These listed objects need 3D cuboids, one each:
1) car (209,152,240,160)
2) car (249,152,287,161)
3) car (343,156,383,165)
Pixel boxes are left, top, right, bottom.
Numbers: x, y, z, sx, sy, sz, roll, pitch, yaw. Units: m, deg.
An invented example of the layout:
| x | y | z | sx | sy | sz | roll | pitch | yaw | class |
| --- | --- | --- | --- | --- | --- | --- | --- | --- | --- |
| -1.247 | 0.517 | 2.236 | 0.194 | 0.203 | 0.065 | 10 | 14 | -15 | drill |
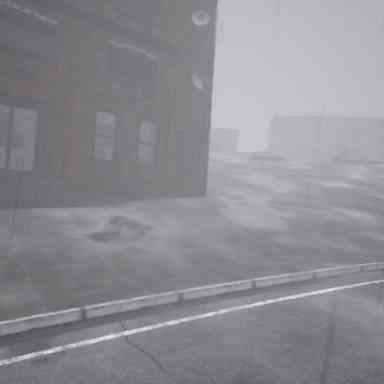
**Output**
| x | y | z | sx | sy | sz | roll | pitch | yaw | class |
| --- | --- | --- | --- | --- | --- | --- | --- | --- | --- |
| 3.508 | -4.022 | 40.012 | 4.674 | 1.452 | 2.002 | 3 | -2 | 7 | car |
| 8.968 | -3.933 | 39.386 | 4.553 | 1.767 | 2.185 | 3 | -2 | 7 | car |
| 19.818 | -3.295 | 38.125 | 4.892 | 1.521 | 2.231 | 3 | -2 | 7 | car |
